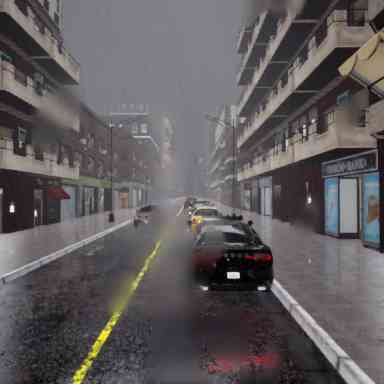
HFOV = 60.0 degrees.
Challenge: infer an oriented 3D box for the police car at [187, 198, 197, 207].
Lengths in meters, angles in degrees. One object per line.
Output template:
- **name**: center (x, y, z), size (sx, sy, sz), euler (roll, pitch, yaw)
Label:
- **police car**: center (0.789, 1.485, 25.127), size (1.930, 1.638, 5.238), euler (0, 0, 0)

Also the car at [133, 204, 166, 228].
- **car**: center (-2.782, 1.576, 22.754), size (1.812, 1.442, 4.674), euler (0, 0, 0)

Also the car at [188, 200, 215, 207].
- **car**: center (0.798, 1.494, 19.207), size (1.801, 1.575, 5.366), euler (0, 0, 0)

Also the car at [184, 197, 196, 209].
- **car**: center (-0.043, 1.504, 47.585), size (2.097, 1.767, 4.553), euler (0, 0, 0)

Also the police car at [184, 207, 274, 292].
- **police car**: center (0.813, 1.437, 9.125), size (1.930, 1.638, 5.238), euler (0, 0, 0)
